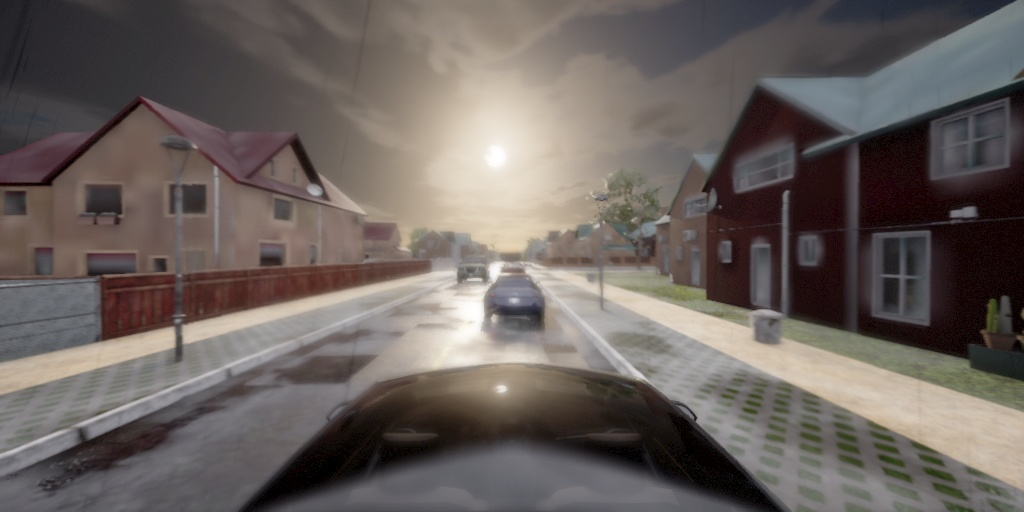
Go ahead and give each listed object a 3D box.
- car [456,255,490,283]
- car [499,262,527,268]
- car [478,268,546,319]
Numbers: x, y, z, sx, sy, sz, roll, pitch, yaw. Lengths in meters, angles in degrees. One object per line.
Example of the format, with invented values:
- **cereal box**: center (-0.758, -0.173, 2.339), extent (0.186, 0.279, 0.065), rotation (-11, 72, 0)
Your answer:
- **car**: center (-2.828, 0.945, 27.452), extent (2.150, 2.045, 5.566), rotation (0, 0, 0)
- **car**: center (0.083, 1.202, 26.727), extent (1.882, 1.535, 5.008), rotation (0, 0, 0)
- **car**: center (0.083, 1.289, 12.637), extent (1.994, 1.385, 4.181), rotation (0, 0, 0)
